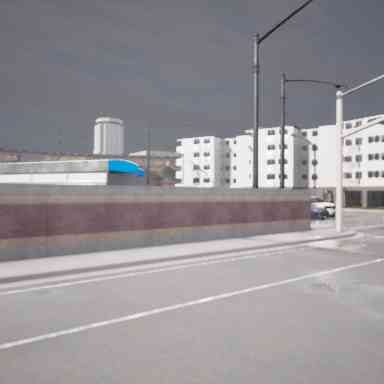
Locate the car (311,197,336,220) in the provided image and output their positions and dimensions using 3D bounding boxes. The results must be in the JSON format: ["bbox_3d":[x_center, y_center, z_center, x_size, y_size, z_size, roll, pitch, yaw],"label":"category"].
[{"bbox_3d":[9.995,1.550,29.891,2.097,1.767,4.553,1,0,-33],"label":"car"}]
